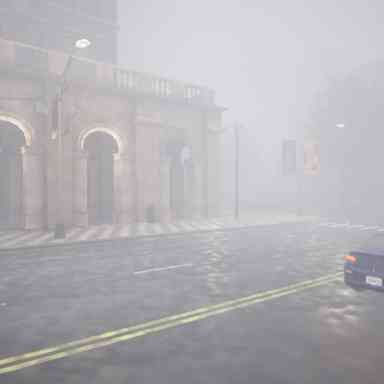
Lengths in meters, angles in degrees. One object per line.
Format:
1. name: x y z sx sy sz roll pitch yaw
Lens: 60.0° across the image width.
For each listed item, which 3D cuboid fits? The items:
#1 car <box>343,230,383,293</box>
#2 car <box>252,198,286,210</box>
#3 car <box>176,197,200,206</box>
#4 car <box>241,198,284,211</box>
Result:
1. car: 5.326 1.524 7.663 4.674 1.442 1.812 0 0 -36
2. car: 10.380 1.556 45.004 1.994 1.385 4.181 0 0 -36
3. car: -0.728 1.556 54.456 1.994 1.385 4.181 0 0 -36
4. car: 8.535 1.540 41.572 2.033 1.411 5.357 0 0 -36
